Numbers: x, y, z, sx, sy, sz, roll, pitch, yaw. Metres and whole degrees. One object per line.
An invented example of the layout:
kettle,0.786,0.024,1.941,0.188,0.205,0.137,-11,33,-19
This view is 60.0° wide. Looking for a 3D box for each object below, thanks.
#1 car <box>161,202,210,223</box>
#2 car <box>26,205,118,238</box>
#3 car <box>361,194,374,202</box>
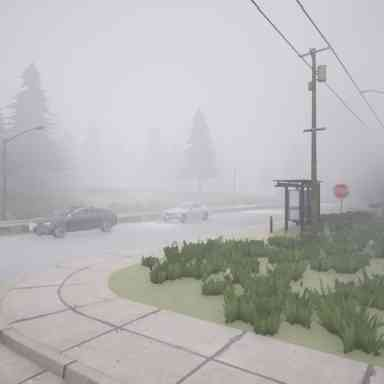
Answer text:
car,-0.378,1.526,25.886,1.812,1.442,4.674,0,0,36
car,-6.224,1.491,17.813,2.128,1.511,4.902,0,0,36
car,40.358,1.355,76.510,2.097,1.767,4.553,0,0,36
